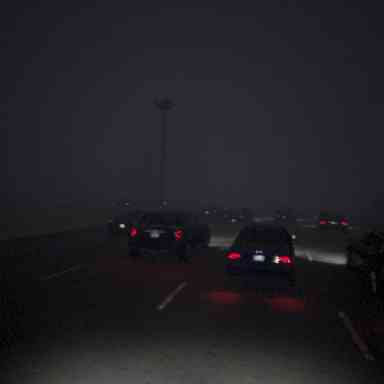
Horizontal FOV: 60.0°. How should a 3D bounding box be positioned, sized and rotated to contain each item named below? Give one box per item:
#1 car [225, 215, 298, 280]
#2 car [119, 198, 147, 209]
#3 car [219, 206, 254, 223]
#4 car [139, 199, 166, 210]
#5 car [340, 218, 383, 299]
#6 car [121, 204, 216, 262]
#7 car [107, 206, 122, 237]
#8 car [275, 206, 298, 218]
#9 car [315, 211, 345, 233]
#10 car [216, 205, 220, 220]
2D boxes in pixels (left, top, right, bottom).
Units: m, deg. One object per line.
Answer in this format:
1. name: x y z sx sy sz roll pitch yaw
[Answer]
1. car: 2.284 1.712 10.602 2.033 1.411 5.357 1 -1 15
2. car: -9.096 1.747 52.026 1.837 1.490 4.892 1 0 25
3. car: 3.996 1.977 28.109 1.895 1.301 4.718 1 -1 20
4. car: -5.938 1.819 50.518 1.837 1.490 4.892 1 0 25
5. car: 5.438 1.740 8.822 1.837 1.490 4.892 1 0 15
6. car: -0.673 1.460 13.009 2.097 1.767 4.553 1 0 15
7. car: -2.849 1.660 18.200 1.994 1.385 4.181 1 0 16
8. car: 8.831 2.062 31.062 1.812 1.442 4.674 1 0 21
9. car: 9.645 2.031 23.105 2.033 1.411 5.357 1 -1 19
10. car: 2.132 1.937 33.111 1.994 1.385 4.181 1 -1 21
